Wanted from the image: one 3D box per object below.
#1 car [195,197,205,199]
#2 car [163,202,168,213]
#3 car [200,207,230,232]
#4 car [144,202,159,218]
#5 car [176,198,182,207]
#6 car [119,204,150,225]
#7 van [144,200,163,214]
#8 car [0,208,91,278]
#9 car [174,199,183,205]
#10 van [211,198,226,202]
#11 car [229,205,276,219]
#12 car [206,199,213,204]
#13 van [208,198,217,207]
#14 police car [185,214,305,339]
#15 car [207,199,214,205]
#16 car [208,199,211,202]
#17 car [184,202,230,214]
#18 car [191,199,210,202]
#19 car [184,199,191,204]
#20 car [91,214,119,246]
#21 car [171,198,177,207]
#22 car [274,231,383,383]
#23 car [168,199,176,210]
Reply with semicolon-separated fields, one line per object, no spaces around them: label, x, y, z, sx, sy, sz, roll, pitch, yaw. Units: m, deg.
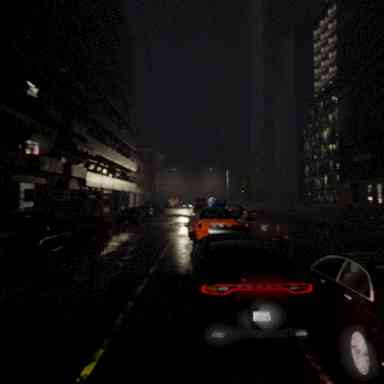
car;1.381;1.952;57.496;2.150;2.045;5.566;0;-1;1
car;-4.606;2.126;44.260;1.752;1.417;4.829;0;-1;1
car;1.477;1.810;22.981;1.812;1.442;4.674;0;-1;1
car;-4.862;2.012;33.293;2.008;1.369;4.403;0;-1;1
car;-3.950;2.275;72.271;2.192;1.841;5.009;0;-1;1
car;-4.992;1.956;27.726;1.947;1.339;4.313;0;-1;1
van;-4.730;1.873;38.865;1.690;1.788;3.998;0;-1;1
car;-5.380;1.494;11.025;2.192;1.841;5.009;0;-1;1
car;-3.562;2.721;88.971;1.887;1.381;4.507;0;-1;1
van;3.778;1.884;44.236;1.690;1.788;3.998;0;-1;1
car;3.126;1.629;16.396;1.967;1.590;4.097;0;-1;1
car;4.945;2.733;94.342;1.887;1.381;4.507;0;-1;1
van;4.427;2.240;72.075;1.690;1.788;3.998;0;-1;1
police car;0.890;1.510;7.090;1.930;1.638;5.238;0;-1;-1
car;4.819;2.643;88.945;1.752;1.417;4.829;0;-1;1
car;4.036;2.267;55.367;1.802;1.307;4.206;0;-1;1
car;0.959;1.562;16.875;2.097;1.767;4.553;0;-1;-5
car;1.087;2.085;44.091;1.812;1.442;4.674;0;-1;2
car;-1.032;2.552;82.574;1.882;1.535;5.008;0;-1;1
car;-5.252;1.794;16.590;1.887;1.381;4.507;0;-1;1
car;-4.216;2.339;60.963;1.752;1.417;4.829;0;-1;1
car;2.866;1.600;5.259;2.008;1.369;4.403;0;-1;1
car;-4.342;2.296;55.563;2.008;1.369;4.403;0;-1;1
